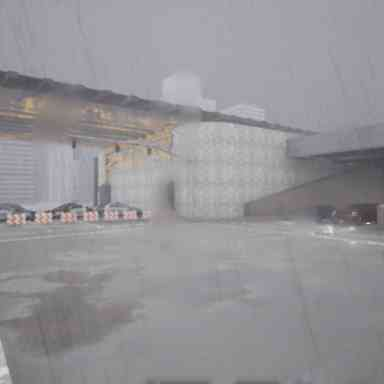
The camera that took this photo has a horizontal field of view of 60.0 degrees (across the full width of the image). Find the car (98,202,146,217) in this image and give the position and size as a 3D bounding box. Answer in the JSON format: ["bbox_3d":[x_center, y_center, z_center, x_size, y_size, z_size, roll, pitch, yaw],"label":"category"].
[{"bbox_3d":[-7.224,1.643,33.835,4.536,1.218,1.853,0,-1,-5],"label":"car"}]

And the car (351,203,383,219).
[{"bbox_3d":[19.053,1.919,34.691,5.357,1.411,2.033,1,-1,-36],"label":"car"}]

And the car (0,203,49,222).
[{"bbox_3d":[-15.000,1.725,27.604,4.974,1.542,2.038,0,-1,10],"label":"car"}]

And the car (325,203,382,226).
[{"bbox_3d":[12.929,1.622,26.050,4.553,1.767,2.097,0,-1,-35],"label":"car"}]

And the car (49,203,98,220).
[{"bbox_3d":[-11.183,1.756,30.186,2.038,1.542,4.974,0,-1,20],"label":"car"}]

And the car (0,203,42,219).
[{"bbox_3d":[-15.051,1.567,27.614,4.536,1.218,1.853,0,-1,10],"label":"car"}]

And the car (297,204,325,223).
[{"bbox_3d":[11.239,1.830,29.143,4.674,1.442,1.812,0,-1,-35],"label":"car"}]

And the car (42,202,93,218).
[{"bbox_3d":[-11.166,1.599,30.237,1.853,1.218,4.536,0,-1,20],"label":"car"}]
